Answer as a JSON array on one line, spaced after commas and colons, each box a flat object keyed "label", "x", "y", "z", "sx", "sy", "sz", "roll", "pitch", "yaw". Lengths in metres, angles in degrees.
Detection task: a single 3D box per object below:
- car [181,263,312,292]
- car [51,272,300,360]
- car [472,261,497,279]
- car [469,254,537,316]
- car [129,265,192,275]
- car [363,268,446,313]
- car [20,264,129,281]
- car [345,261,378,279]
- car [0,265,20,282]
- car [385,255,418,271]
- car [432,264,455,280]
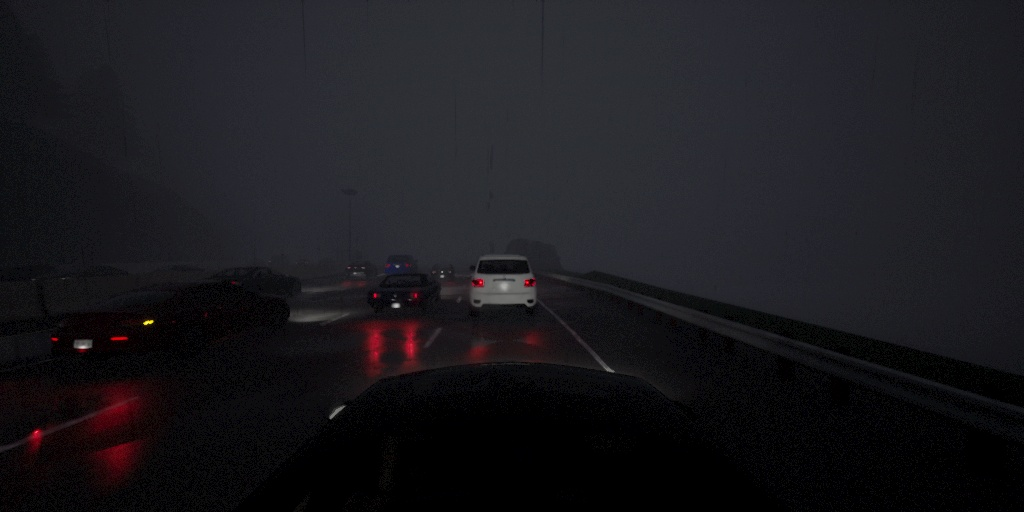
[{"label": "car", "x": -11.111, "y": 1.222, "z": 15.598, "sx": 2.128, "sy": 1.511, "sz": 4.902, "roll": 0, "pitch": 0, "yaw": -5}, {"label": "car", "x": -7.150, "y": 1.268, "z": 8.211, "sx": 1.812, "sy": 1.442, "sz": 4.674, "roll": 0, "pitch": 0, "yaw": -2}, {"label": "car", "x": -2.564, "y": 1.186, "z": 32.096, "sx": 1.837, "sy": 1.490, "sz": 4.892, "roll": 0, "pitch": 0, "yaw": -9}, {"label": "car", "x": -0.395, "y": 0.947, "z": 13.363, "sx": 2.150, "sy": 2.045, "sz": 5.566, "roll": 0, "pitch": 0, "yaw": -3}, {"label": "car", "x": -22.810, "y": 1.286, "z": 24.347, "sx": 1.994, "sy": 1.385, "sz": 4.181, "roll": 0, "pitch": 0, "yaw": -8}, {"label": "car", "x": -3.947, "y": 1.326, "z": 13.980, "sx": 1.895, "sy": 1.301, "sz": 4.718, "roll": 0, "pitch": 0, "yaw": -4}, {"label": "car", "x": -26.018, "y": 1.257, "z": 21.912, "sx": 1.812, "sy": 1.442, "sz": 4.674, "roll": 0, "pitch": 0, "yaw": -7}, {"label": "car", "x": -13.089, "y": 1.186, "z": 31.417, "sx": 2.128, "sy": 1.511, "sz": 4.902, "roll": 0, "pitch": 0, "yaw": -9}, {"label": "car", "x": -29.460, "y": 1.242, "z": 21.212, "sx": 1.837, "sy": 1.490, "sz": 4.892, "roll": 0, "pitch": 0, "yaw": -7}, {"label": "car", "x": -9.429, "y": 0.914, "z": 30.828, "sx": 2.150, "sy": 2.045, "sz": 5.566, "roll": 0, "pitch": 0, "yaw": -9}, {"label": "car", "x": -5.792, "y": 1.290, "z": 30.250, "sx": 1.895, "sy": 1.301, "sz": 4.718, "roll": 0, "pitch": 0, "yaw": -9}]
